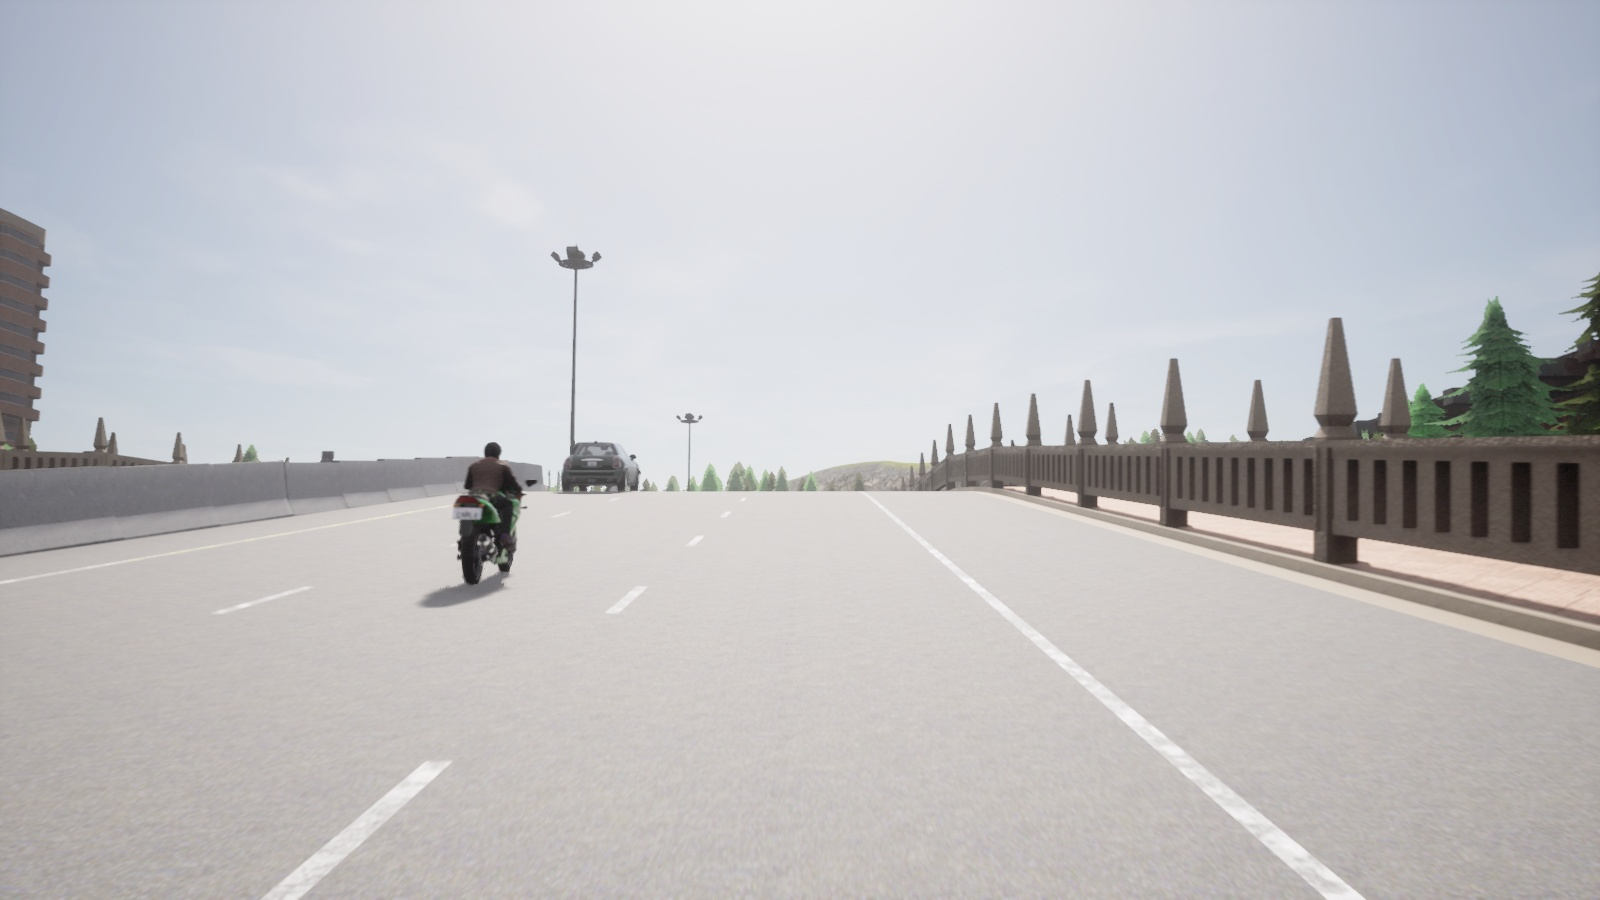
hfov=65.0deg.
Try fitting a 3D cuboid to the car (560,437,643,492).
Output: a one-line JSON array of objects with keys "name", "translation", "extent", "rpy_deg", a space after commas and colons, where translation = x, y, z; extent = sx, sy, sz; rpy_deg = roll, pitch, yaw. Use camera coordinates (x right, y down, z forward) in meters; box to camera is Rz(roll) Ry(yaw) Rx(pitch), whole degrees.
[{"name": "car", "translation": [-6.736, 0.538, 43.086], "extent": [2.097, 1.767, 4.553], "rpy_deg": [0, -2, 0]}]

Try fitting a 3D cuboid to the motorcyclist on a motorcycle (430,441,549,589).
[{"name": "motorcyclist on a motorcycle", "translation": [-3.404, 0.670, 13.961], "extent": [0.797, 1.523, 2.044], "rpy_deg": [0, 0, 0]}]
